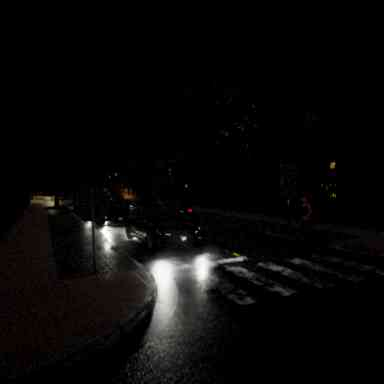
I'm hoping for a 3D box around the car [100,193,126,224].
[{"bbox_3d":[-5.148,0.962,21.664,2.097,1.767,4.553,-2,2,-24],"label":"car"}]

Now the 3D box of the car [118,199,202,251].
[{"bbox_3d":[-1.326,1.274,13.332,1.837,1.490,4.892,-2,2,-26],"label":"car"}]

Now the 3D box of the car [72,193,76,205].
[{"bbox_3d":[-13.225,0.827,39.600,2.033,1.411,5.357,-2,2,-24],"label":"car"}]

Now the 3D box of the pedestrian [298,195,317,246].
[{"bbox_3d":[4.066,0.980,11.864,0.375,1.860,0.375,-1,0,-24],"label":"pedestrian"}]

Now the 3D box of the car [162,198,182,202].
[{"bbox_3d":[-1.617,1.098,20.861,2.033,1.411,5.357,-2,2,-23],"label":"car"}]
